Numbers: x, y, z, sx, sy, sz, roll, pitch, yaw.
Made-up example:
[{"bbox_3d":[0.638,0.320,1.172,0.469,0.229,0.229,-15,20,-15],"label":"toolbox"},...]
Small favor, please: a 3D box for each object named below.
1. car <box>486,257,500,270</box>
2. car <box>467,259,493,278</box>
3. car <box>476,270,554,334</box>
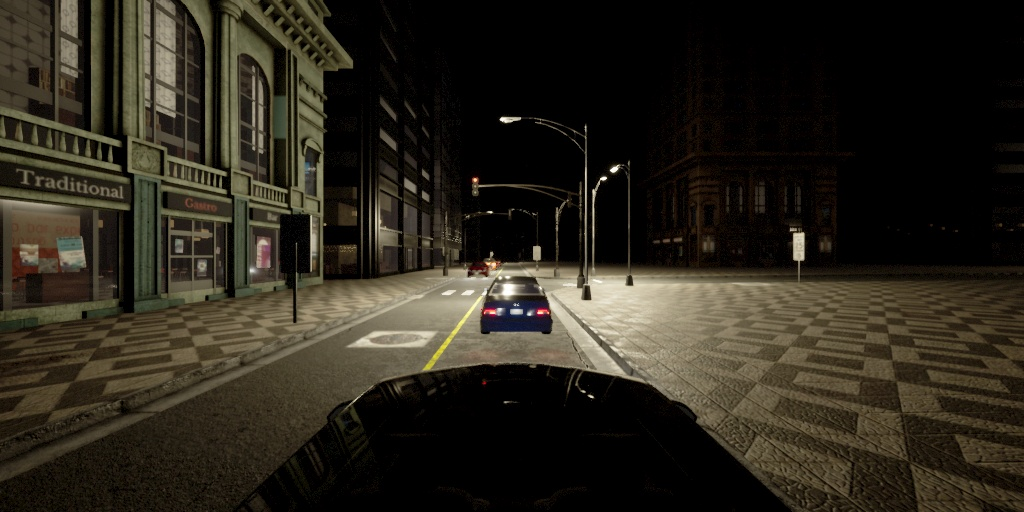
[{"bbox_3d":[-3.108,1.107,47.943,2.097,1.767,4.553,0,0,0],"label":"car"},{"bbox_3d":[-3.114,1.276,33.898,1.812,1.442,4.674,0,0,0],"label":"car"},{"bbox_3d":[0.096,1.297,10.547,2.033,1.411,5.357,0,0,0],"label":"car"}]
